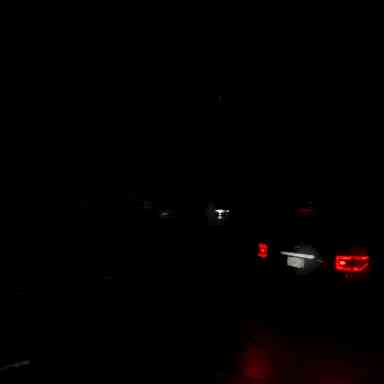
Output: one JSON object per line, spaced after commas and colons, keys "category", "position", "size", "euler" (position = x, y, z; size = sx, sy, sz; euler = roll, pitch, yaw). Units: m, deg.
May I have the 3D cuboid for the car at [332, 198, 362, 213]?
{"category": "car", "position": [17.742, 1.492, 38.405], "size": [2.128, 1.511, 4.902], "euler": [0, 0, 12]}

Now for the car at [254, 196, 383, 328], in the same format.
{"category": "car", "position": [3.607, 1.224, 7.324], "size": [5.566, 2.045, 2.150], "euler": [0, 1, -45]}

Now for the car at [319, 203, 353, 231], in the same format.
{"category": "car", "position": [9.349, 1.526, 21.523], "size": [1.812, 1.442, 4.674], "euler": [0, 0, 24]}

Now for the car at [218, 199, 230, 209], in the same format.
{"category": "car", "position": [4.730, 1.601, 45.186], "size": [1.895, 1.301, 4.718], "euler": [0, 0, 12]}

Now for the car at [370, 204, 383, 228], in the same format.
{"category": "car", "position": [13.551, 1.564, 22.659], "size": [1.994, 1.385, 4.181], "euler": [0, 0, 21]}

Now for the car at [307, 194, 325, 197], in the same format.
{"category": "car", "position": [14.083, 1.224, 38.060], "size": [2.150, 2.045, 5.566], "euler": [0, 0, 12]}
